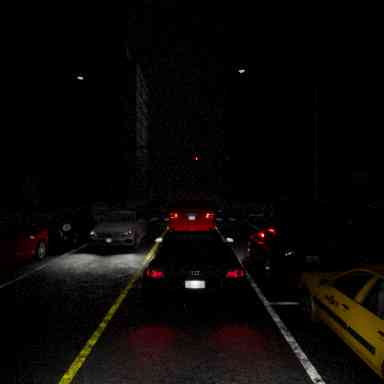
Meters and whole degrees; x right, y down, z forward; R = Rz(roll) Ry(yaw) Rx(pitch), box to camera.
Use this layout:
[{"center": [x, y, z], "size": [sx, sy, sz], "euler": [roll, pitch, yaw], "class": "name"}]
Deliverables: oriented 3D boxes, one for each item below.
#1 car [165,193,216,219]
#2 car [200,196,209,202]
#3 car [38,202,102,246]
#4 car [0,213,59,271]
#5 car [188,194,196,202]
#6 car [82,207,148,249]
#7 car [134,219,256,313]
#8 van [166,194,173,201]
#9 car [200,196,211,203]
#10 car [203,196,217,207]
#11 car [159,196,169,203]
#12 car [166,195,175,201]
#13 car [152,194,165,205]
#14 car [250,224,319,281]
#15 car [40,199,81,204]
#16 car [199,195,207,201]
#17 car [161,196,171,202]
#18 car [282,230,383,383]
[{"center": [0.000, 1.223, 17.169], "size": [2.150, 2.045, 5.566], "euler": [0, 0, 0], "class": "car"}, {"center": [2.750, 1.569, 74.254], "size": [1.887, 1.381, 4.507], "euler": [0, 0, 0], "class": "car"}, {"center": [-5.766, 1.441, 15.075], "size": [1.967, 1.590, 4.097], "euler": [0, 0, 0], "class": "car"}, {"center": [-5.766, 1.545, 9.618], "size": [1.887, 1.381, 4.507], "euler": [0, 0, 0], "class": "car"}, {"center": [-0.013, 1.384, 81.222], "size": [2.097, 1.767, 4.553], "euler": [0, 0, 0], "class": "car"}, {"center": [-3.052, 1.526, 14.607], "size": [1.812, 1.442, 4.674], "euler": [0, 0, 1], "class": "car"}, {"center": [0.058, 1.564, 7.749], "size": [1.994, 1.385, 4.181], "euler": [0, 0, 0], "class": "car"}, {"center": [-5.778, 1.372, 85.128], "size": [1.690, 1.788, 3.998], "euler": [0, 0, 0], "class": "van"}, {"center": [2.751, 1.571, 68.816], "size": [2.008, 1.369, 4.403], "euler": [0, 0, 0], "class": "car"}, {"center": [2.753, 1.452, 52.504], "size": [1.967, 1.590, 4.097], "euler": [0, 0, 0], "class": "car"}, {"center": [-5.775, 1.603, 68.815], "size": [1.802, 1.307, 4.206], "euler": [0, 0, 0], "class": "car"}, {"center": [-5.778, 1.586, 90.566], "size": [2.008, 1.369, 4.403], "euler": [0, 0, 0], "class": "car"}, {"center": [-5.773, 1.330, 57.940], "size": [2.192, 1.841, 5.009], "euler": [0, 0, 0], "class": "car"}, {"center": [2.760, 1.566, 9.622], "size": [1.947, 1.339, 4.313], "euler": [0, 0, 0], "class": "car"}, {"center": [-11.922, 1.346, 32.294], "size": [5.357, 1.411, 2.033], "euler": [1, 0, -5], "class": "car"}, {"center": [2.748, 1.557, 85.299], "size": [1.752, 1.417, 4.829], "euler": [0, 0, 0], "class": "car"}, {"center": [-5.776, 1.549, 74.083], "size": [1.752, 1.417, 4.829], "euler": [0, 0, 0], "class": "car"}, {"center": [2.761, 1.525, 4.335], "size": [1.752, 1.417, 4.829], "euler": [0, 0, 0], "class": "car"}]
